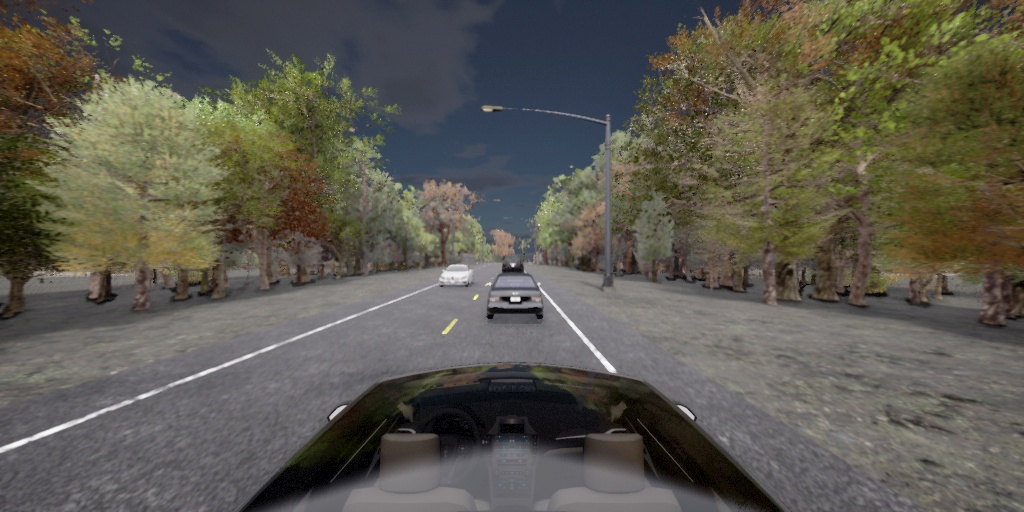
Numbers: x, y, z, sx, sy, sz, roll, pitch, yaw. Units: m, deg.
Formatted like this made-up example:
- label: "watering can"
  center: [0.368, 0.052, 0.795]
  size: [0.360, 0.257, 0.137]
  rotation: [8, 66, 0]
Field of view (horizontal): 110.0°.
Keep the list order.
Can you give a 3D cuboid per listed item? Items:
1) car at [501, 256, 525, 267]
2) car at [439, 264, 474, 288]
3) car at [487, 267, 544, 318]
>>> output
- label: "car"
  center: [0.091, 0.985, 36.321]
  size: [2.150, 2.045, 5.566]
  rotation: [0, 0, 0]
- label: "car"
  center: [-3.600, 1.285, 24.027]
  size: [1.812, 1.442, 4.674]
  rotation: [0, 0, 0]
- label: "car"
  center: [0.098, 1.302, 12.911]
  size: [2.033, 1.411, 5.357]
  rotation: [0, 0, 0]
